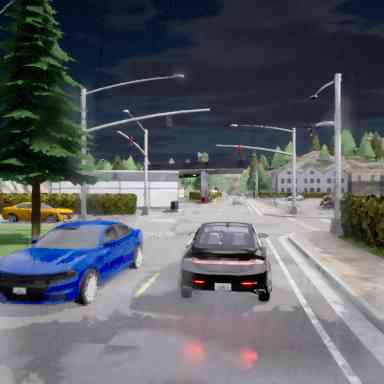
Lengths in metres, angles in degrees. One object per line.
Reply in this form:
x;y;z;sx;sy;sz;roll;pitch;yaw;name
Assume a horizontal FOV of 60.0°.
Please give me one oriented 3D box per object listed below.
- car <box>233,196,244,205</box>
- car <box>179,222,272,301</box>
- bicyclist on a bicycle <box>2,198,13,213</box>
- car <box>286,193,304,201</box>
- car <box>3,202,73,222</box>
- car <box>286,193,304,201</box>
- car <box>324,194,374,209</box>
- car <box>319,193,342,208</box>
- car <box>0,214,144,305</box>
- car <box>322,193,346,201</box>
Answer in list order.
8.408;1.525;60.309;1.812;1.442;4.674;0;0;8;car
0.884;1.492;8.373;2.128;1.511;4.902;0;0;8;car
-17.964;1.453;32.495;0.582;1.620;1.656;0;0;7;bicyclist on a bicycle
23.359;1.361;75.638;3.806;1.475;1.970;0;0;8;car
-11.232;1.478;24.477;5.008;1.535;1.882;0;0;8;car
24.424;1.077;78.846;3.866;1.878;1.905;0;0;8;car
18.287;1.340;38.589;4.514;1.523;2.007;0;0;8;car
18.669;1.330;41.703;5.027;1.636;2.152;0;0;8;car
-2.685;1.477;8.367;1.882;1.535;5.008;0;0;9;car
31.761;1.097;74.502;4.605;1.855;1.932;0;0;8;car
